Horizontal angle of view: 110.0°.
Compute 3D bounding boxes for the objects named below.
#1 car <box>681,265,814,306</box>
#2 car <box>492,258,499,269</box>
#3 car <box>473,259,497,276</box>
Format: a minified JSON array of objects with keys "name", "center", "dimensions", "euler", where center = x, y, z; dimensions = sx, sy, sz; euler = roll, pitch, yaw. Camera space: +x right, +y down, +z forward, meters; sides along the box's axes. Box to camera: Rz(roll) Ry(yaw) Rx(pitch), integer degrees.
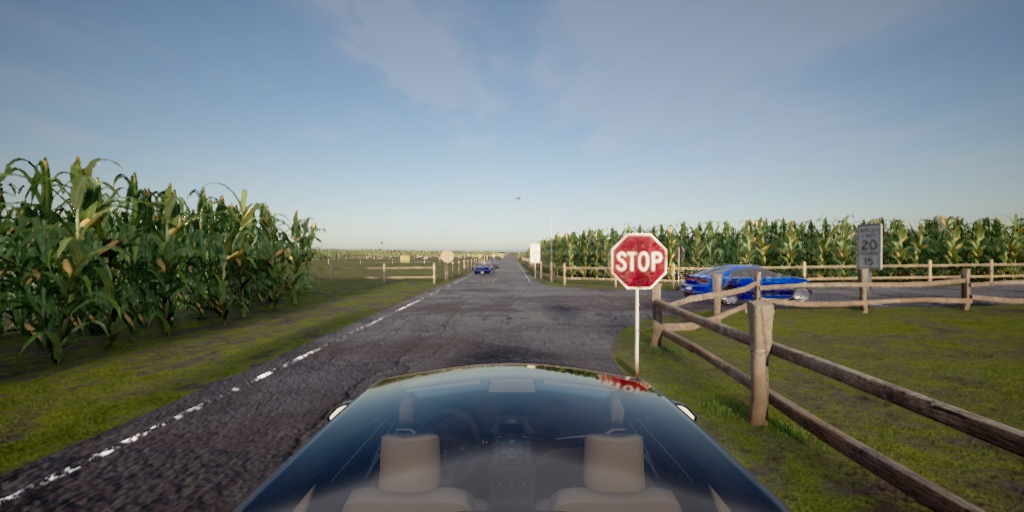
[{"name":"car","center":[9.516,1.102,14.604],"dimensions":[5.008,1.535,1.882],"euler":[-1,0,-7]},{"name":"car","center":[-2.841,1.133,51.655],"dimensions":[1.837,1.490,4.892],"euler":[0,1,0]},{"name":"car","center":[-2.851,1.274,36.460],"dimensions":[1.895,1.301,4.718],"euler":[0,0,0]}]
